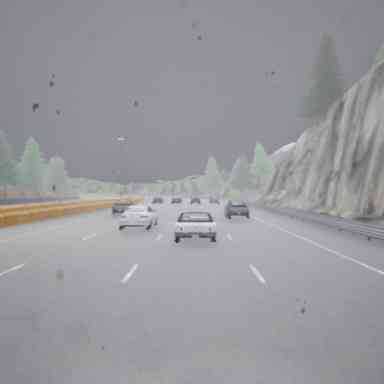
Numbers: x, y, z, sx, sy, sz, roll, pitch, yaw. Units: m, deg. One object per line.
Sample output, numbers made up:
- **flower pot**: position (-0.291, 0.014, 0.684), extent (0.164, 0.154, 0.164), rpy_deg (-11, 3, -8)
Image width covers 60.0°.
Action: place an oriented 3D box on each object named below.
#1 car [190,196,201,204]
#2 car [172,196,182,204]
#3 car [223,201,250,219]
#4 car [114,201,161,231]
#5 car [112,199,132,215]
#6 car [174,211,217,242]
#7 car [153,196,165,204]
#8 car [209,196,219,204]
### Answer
- **car**: position (0.681, 1.503, 63.344), extent (1.837, 1.490, 4.892), rpy_deg (0, 0, 1)
- **car**: position (-2.821, 1.474, 63.263), extent (1.882, 1.535, 5.008), rpy_deg (0, 0, 1)
- **car**: position (3.836, 1.493, 29.118), extent (2.128, 1.511, 4.902), rpy_deg (0, 0, 1)
- **car**: position (-3.249, 1.523, 20.656), extent (1.812, 1.442, 4.674), rpy_deg (0, 0, 1)
- **car**: position (-6.625, 1.486, 33.199), extent (2.128, 1.511, 4.902), rpy_deg (0, 0, 1)
- **car**: position (0.178, 1.600, 16.362), extent (1.895, 1.301, 4.718), rpy_deg (0, 0, 1)
- **car**: position (-6.322, 1.499, 63.020), extent (1.837, 1.490, 4.892), rpy_deg (0, 0, 1)
- **car**: position (4.169, 1.548, 63.177), extent (2.033, 1.411, 5.357), rpy_deg (0, 0, 1)
